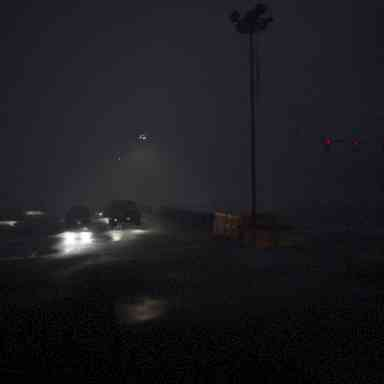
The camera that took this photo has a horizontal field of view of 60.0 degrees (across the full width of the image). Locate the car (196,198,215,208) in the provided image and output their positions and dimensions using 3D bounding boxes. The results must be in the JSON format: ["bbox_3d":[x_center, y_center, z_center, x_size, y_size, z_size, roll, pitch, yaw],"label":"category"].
[{"bbox_3d":[1.982,2.255,61.250,1.895,1.301,4.718,0,0,-18],"label":"car"}]

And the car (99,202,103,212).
[{"bbox_3d":[-13.003,2.204,50.460,1.882,1.535,5.008,0,0,-17],"label":"car"}]

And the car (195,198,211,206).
[{"bbox_3d":[2.249,2.091,71.816,1.882,1.535,5.008,0,0,-18],"label":"car"}]

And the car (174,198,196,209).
[{"bbox_3d":[-1.340,2.199,60.146,1.812,1.442,4.674,0,0,-18],"label":"car"}]

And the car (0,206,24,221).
[{"bbox_3d":[-19.218,2.231,35.450,2.033,1.411,5.357,0,0,-18],"label":"car"}]

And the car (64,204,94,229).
[{"bbox_3d":[-8.792,1.971,26.003,2.128,1.511,4.902,0,-1,-18],"label":"car"}]

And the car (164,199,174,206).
[{"bbox_3d":[-4.412,2.192,69.665,2.033,1.411,5.357,0,0,-18],"label":"car"}]

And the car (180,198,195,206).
[{"bbox_3d":[-1.082,2.133,70.740,1.837,1.490,4.892,0,0,-18],"label":"car"}]

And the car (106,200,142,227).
[{"bbox_3d":[-5.631,1.689,27.590,2.150,2.045,5.566,0,-1,-18],"label":"car"}]

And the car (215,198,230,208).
[{"bbox_3d":[5.331,1.987,62.264,2.097,1.767,4.553,0,0,-18],"label":"car"}]

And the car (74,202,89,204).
[{"bbox_3d":[-12.617,2.196,37.796,2.033,1.411,5.357,0,0,-18],"label":"car"}]

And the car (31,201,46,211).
[{"bbox_3d":[-25.579,2.314,55.460,2.128,1.511,4.902,0,0,-18],"label":"car"}]

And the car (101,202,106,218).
[{"bbox_3d":[-9.047,2.185,38.155,1.994,1.385,4.181,0,0,-18],"label":"car"}]

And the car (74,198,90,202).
[{"bbox_3d":[-17.143,1.983,51.930,2.150,2.045,5.566,0,0,-18],"label":"car"}]
